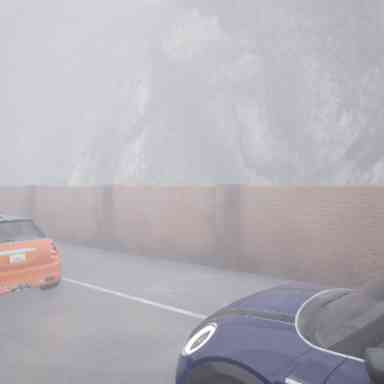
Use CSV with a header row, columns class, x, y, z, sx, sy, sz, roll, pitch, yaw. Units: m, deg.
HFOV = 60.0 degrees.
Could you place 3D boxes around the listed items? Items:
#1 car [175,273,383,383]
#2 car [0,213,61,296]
class,x,y,z,sx,sy,sz,roll,pitch,yaw
car,2.053,1.357,2.564,4.553,1.767,2.097,1,1,35
car,-5.074,1.271,7.638,4.553,1.767,2.097,1,0,36
